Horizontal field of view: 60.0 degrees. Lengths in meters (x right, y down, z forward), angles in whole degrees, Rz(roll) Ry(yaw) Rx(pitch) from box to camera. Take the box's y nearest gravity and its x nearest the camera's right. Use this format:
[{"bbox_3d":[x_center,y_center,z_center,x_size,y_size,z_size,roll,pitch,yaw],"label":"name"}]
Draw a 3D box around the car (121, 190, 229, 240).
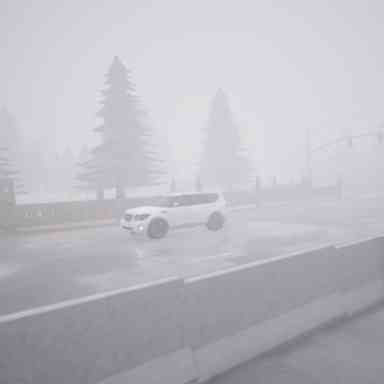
[{"bbox_3d":[-0.675,1.001,16.404,5.566,2.045,2.150,-3,2,-35],"label":"car"}]
